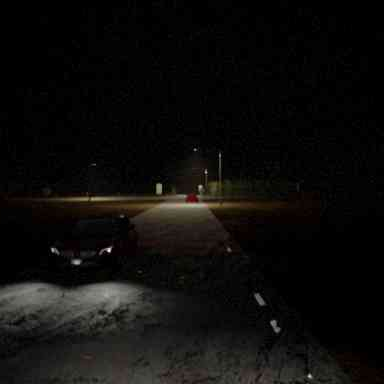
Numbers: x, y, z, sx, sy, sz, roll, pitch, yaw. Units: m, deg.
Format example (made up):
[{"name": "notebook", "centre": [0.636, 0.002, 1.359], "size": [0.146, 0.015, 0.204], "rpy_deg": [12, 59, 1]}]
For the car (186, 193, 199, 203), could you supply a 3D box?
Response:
[{"name": "car", "centre": [0.019, 0.932, 52.926], "size": [1.882, 1.535, 5.008], "rpy_deg": [0, 1, 0]}]

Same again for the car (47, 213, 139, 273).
[{"name": "car", "centre": [-2.833, 1.437, 10.512], "size": [1.812, 1.442, 4.674], "rpy_deg": [0, 1, 0]}]
